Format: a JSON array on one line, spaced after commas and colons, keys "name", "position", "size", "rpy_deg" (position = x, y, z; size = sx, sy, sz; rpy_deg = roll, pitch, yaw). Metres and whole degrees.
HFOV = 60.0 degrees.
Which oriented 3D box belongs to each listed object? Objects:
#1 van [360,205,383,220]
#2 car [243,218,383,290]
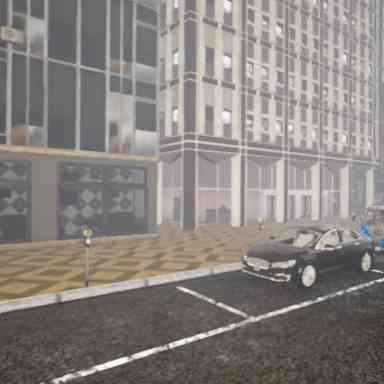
[{"name": "van", "position": [7.842, 1.366, 12.291], "size": [3.998, 1.788, 1.690], "rpy_deg": [0, 0, -35]}, {"name": "car", "position": [3.307, 1.567, 9.071], "size": [4.403, 1.369, 2.008], "rpy_deg": [0, 0, -35]}]
